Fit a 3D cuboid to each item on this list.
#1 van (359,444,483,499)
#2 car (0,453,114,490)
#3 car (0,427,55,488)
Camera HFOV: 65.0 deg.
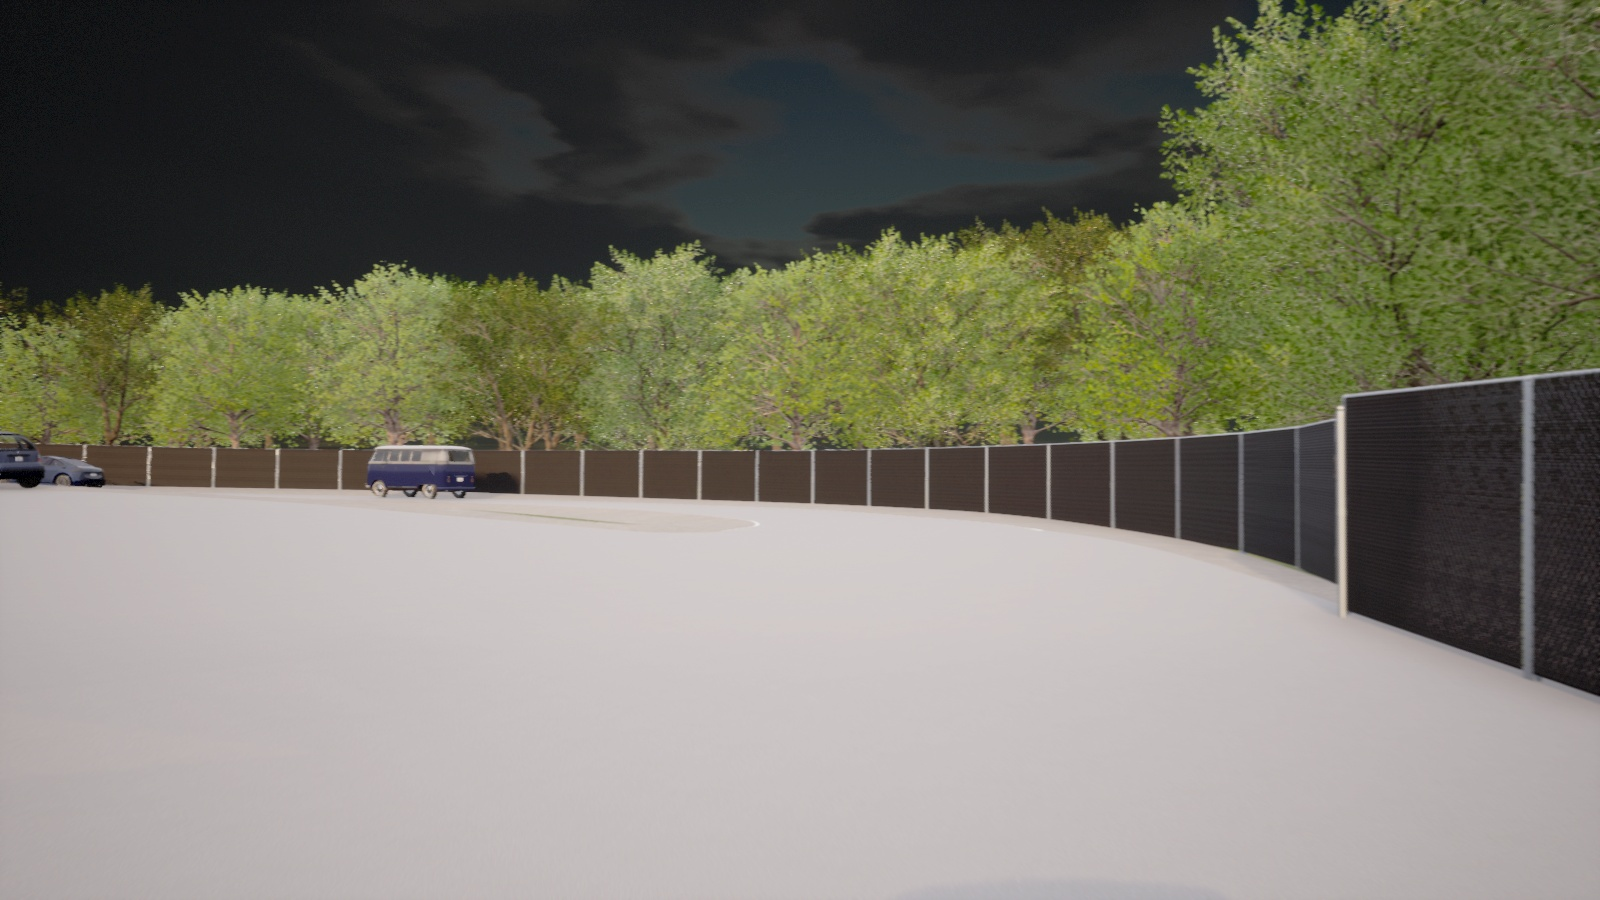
[{"bbox_3d":[-14.142,0.794,46.814,4.442,1.987,1.775,0,-1,29],"label":"van"},{"bbox_3d":[-30.254,0.866,50.571,4.181,1.385,1.994,1,-1,8],"label":"car"},{"bbox_3d":[-22.931,0.156,34.677,3.988,1.617,1.851,1,1,17],"label":"car"}]
